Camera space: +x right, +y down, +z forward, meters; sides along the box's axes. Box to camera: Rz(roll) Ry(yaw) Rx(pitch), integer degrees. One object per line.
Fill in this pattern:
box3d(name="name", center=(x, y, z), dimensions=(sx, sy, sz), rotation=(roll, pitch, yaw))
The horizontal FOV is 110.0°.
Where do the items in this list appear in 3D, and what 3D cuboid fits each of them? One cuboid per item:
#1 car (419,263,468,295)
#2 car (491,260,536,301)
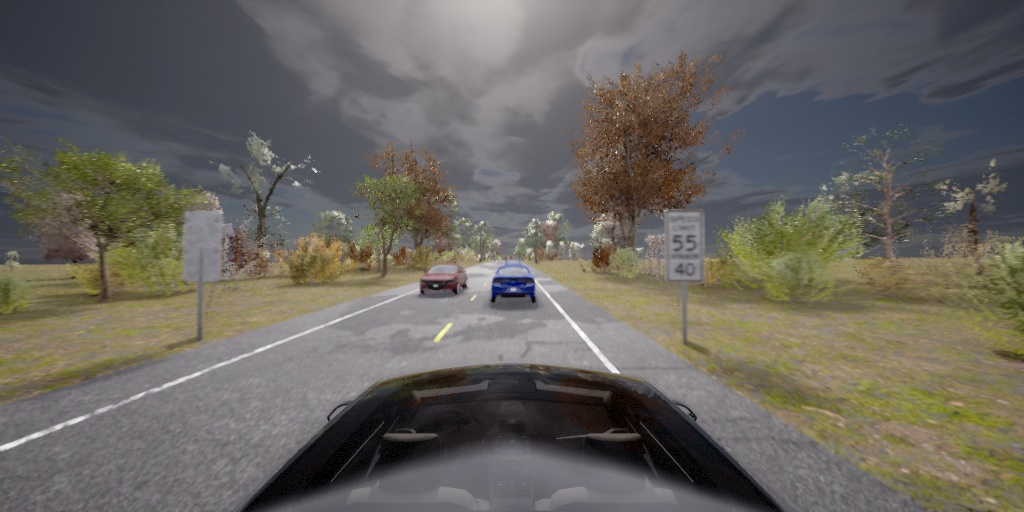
box3d(name="car", center=(-3.553, 1.124, 19.322), dimensions=(1.882, 1.535, 5.008), rotation=(0, 0, 1))
box3d(name="car", center=(0.065, 1.138, 16.574), dimensions=(1.882, 1.535, 5.008), rotation=(0, 1, 0))
